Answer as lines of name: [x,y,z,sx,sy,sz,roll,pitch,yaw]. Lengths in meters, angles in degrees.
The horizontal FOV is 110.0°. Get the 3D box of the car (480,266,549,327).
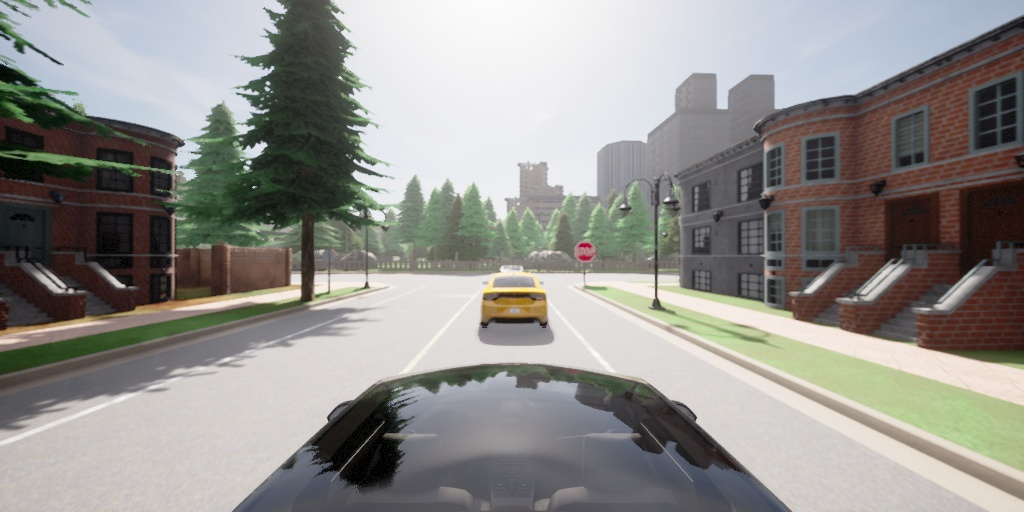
car: [0.047,1.256,11.639,1.882,1.535,5.008,0,0,0]
